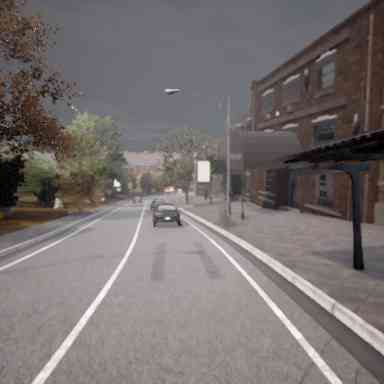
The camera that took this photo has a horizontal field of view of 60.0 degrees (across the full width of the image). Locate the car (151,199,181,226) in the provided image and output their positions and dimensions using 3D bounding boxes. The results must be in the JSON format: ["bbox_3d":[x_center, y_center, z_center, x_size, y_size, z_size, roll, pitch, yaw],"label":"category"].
[{"bbox_3d":[-1.822,1.502,23.283,1.812,1.442,4.674,-1,0,-7],"label":"car"}]

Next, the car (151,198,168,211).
[{"bbox_3d":[-4.183,1.548,41.992,1.994,1.385,4.181,-1,0,-7],"label":"car"}]

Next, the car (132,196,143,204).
[{"bbox_3d":[-11.060,1.574,67.457,1.812,1.442,4.674,-1,0,-7],"label":"car"}]
